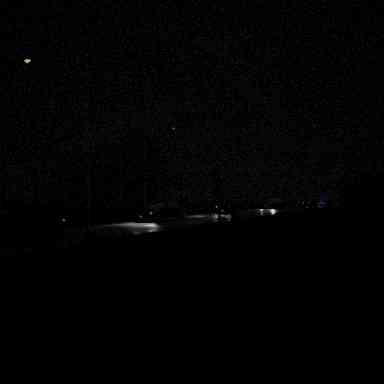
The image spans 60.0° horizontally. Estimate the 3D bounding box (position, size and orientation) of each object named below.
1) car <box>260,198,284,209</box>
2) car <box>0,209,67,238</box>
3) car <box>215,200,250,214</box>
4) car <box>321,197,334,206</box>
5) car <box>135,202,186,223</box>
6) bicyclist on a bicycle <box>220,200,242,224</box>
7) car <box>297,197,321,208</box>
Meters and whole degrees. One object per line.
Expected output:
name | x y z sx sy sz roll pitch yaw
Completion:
car | 10.737 1.492 44.099 1.812 1.442 4.674 -1 -1 36
car | -8.731 1.545 16.071 2.033 1.411 5.357 -1 -1 30
car | 4.302 1.556 35.036 1.895 1.301 4.718 -1 -1 35
car | 22.060 1.480 55.116 1.882 1.535 5.008 -1 -1 35
car | -2.311 1.500 25.682 1.812 1.442 4.674 -1 -1 35
bicyclist on a bicycle | 2.579 1.347 22.233 1.656 1.620 0.582 0 0 35
car | 16.345 1.501 47.006 1.994 1.385 4.181 -1 -1 35
